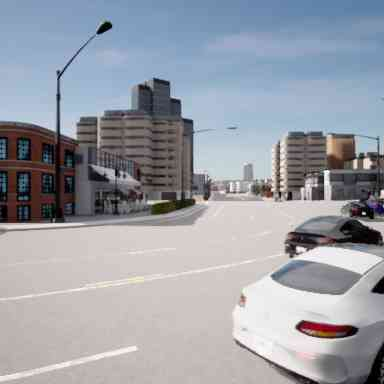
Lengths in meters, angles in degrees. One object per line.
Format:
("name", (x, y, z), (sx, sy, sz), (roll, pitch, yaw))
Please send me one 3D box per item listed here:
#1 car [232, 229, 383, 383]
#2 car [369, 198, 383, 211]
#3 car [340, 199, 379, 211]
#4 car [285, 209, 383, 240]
("car", (2.699, 1.528, 5.015), (4.674, 1.442, 1.812), (0, 0, -34))
("car", (18.028, 1.364, 32.631), (2.097, 1.767, 4.553), (0, 0, 9))
("car", (13.998, 1.537, 28.425), (1.812, 1.442, 4.674), (0, 0, 12))
("car", (4.902, 1.530, 11.373), (4.674, 1.442, 1.812), (0, 0, -43))
